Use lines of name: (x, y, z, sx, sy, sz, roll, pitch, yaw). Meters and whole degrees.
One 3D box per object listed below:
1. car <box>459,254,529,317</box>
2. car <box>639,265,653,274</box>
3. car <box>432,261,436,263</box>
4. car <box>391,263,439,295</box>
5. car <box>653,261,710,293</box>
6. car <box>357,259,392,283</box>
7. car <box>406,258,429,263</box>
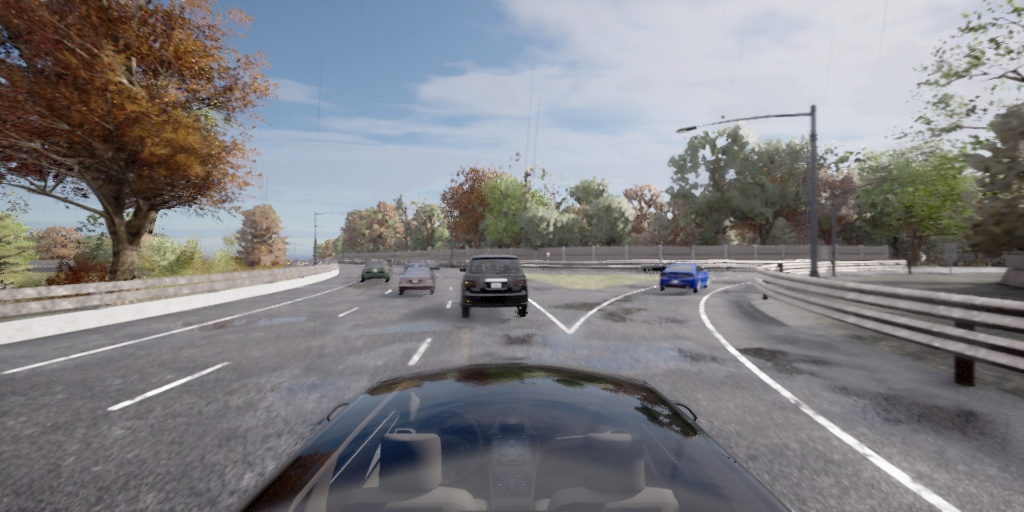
car: (-0.760, 0.964, 13.322, 2.150, 2.045, 5.566, 0, 0, -6)
car: (16.372, 1.229, 39.053, 4.718, 1.301, 1.895, 0, 0, 8)
car: (-11.754, 1.328, 51.019, 1.994, 1.385, 4.181, 0, 0, -26)
car: (-5.193, 1.307, 20.136, 2.033, 1.411, 5.357, 0, 0, -10)
car: (9.883, 1.158, 20.412, 1.882, 1.535, 5.008, -1, 0, 37)
car: (-10.889, 1.133, 29.112, 2.097, 1.767, 4.553, 0, 0, -15)
car: (-11.127, 1.122, 41.191, 2.097, 1.767, 4.553, 0, 0, -21)
